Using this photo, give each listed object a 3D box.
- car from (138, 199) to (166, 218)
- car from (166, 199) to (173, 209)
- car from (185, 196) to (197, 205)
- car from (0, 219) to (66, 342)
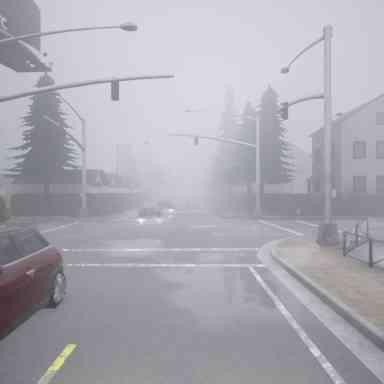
[{"bbox_3d":[-3.651,1.526,30.242,1.812,1.442,4.674,0,0,0],"label":"car"},{"bbox_3d":[-3.666,1.600,46.070,1.895,1.301,4.718,0,0,0],"label":"car"},{"bbox_3d":[-0.100,1.491,59.300,2.128,1.511,4.902,0,0,0],"label":"car"},{"bbox_3d":[-3.609,1.352,4.865,2.097,1.767,4.553,0,0,0],"label":"car"}]
